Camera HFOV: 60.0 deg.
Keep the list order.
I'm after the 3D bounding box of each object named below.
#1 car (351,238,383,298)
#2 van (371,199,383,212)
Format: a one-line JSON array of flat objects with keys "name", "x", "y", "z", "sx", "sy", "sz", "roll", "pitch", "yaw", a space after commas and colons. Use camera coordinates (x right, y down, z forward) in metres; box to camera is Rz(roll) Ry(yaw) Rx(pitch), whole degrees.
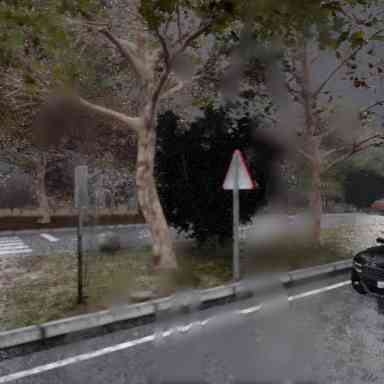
[{"name": "car", "x": 5.677, "y": 1.514, "z": 7.746, "sx": 5.008, "sy": 1.535, "sz": 1.882, "roll": 0, "pitch": 0, "yaw": -36}, {"name": "van", "x": 28.813, "y": 2.038, "z": 49.095, "sx": 1.878, "sy": 1.987, "sz": 4.442, "roll": 3, "pitch": -2, "yaw": -36}]
